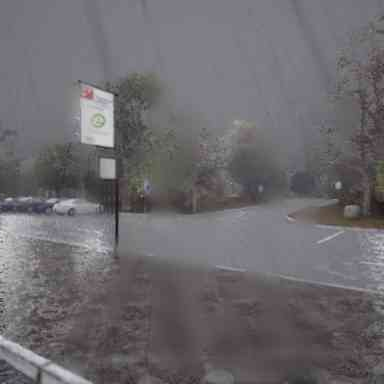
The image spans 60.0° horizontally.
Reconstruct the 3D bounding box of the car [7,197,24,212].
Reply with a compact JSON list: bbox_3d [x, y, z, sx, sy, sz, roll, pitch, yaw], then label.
[{"bbox_3d":[-15.344,1.241,33.489,2.231,1.521,4.892,0,0,36],"label":"car"}]

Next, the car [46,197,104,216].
[{"bbox_3d":[-10.117,1.325,29.758,2.002,1.452,4.674,0,0,36],"label":"car"}]

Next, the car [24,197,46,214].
[{"bbox_3d":[-12.674,1.262,31.595,2.097,1.535,5.008,0,0,36],"label":"car"}]

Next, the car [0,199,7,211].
[{"bbox_3d":[-18.008,1.257,35.396,2.002,1.452,4.674,0,0,36],"label":"car"}]
